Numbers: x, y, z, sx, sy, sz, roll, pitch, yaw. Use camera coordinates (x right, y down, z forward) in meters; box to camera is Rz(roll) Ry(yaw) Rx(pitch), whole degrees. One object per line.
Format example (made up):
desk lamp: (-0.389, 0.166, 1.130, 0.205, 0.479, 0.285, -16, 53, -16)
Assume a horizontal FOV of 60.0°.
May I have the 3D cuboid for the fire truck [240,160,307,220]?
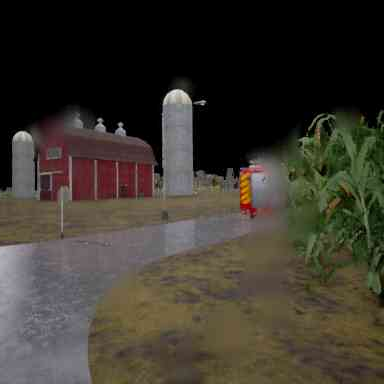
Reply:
fire truck: (6.613, -0.177, 23.890, 2.891, 3.827, 8.468, -1, 1, 36)
